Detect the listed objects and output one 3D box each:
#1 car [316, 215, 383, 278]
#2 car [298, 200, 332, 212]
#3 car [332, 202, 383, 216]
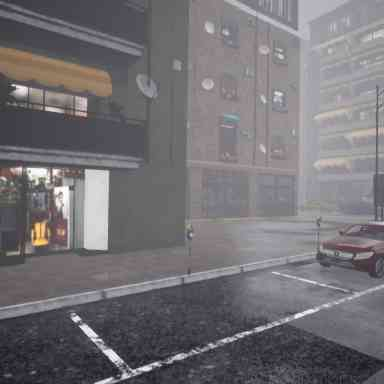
[{"bbox_3d":[5.549,1.588,10.109,4.206,1.307,1.802,0,1,-36],"label":"car"},{"bbox_3d":[15.268,1.707,40.744,1.752,1.417,4.829,1,-1,-36],"label":"car"},{"bbox_3d":[16.021,1.585,30.347,2.033,1.411,5.357,1,-1,-33],"label":"car"}]
